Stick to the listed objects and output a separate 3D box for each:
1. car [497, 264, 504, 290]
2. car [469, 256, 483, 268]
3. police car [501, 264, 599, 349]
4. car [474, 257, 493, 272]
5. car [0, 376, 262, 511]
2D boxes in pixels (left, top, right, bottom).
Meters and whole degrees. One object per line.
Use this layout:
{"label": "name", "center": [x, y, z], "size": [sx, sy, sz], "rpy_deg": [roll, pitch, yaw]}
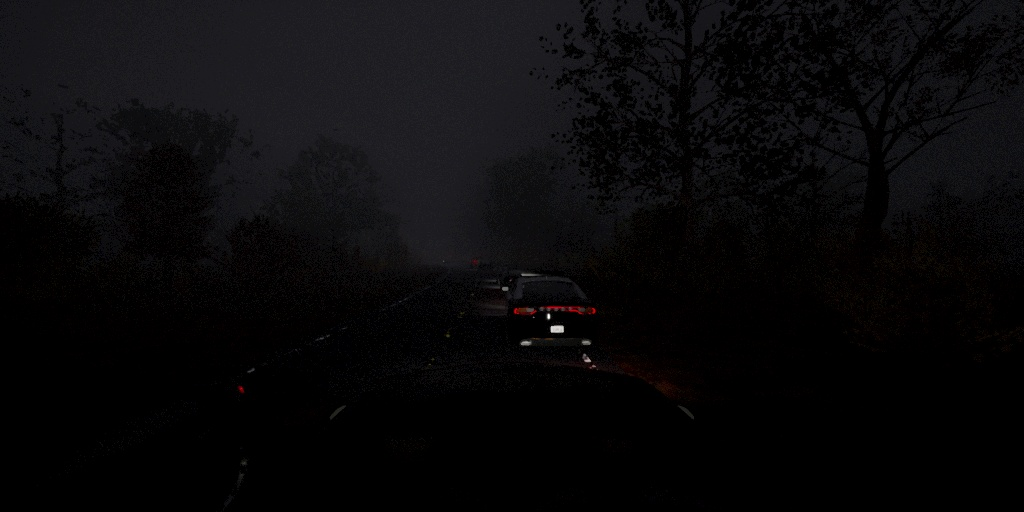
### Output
{"label": "car", "center": [0.315, 1.275, 19.295], "size": [1.812, 1.442, 4.674], "rpy_deg": [0, 0, -4]}
{"label": "car", "center": [-5.986, 0.966, 60.660], "size": [2.150, 2.045, 5.566], "rpy_deg": [0, 0, -12]}
{"label": "police car", "center": [0.775, 1.175, 9.337], "size": [1.930, 1.638, 5.238], "rpy_deg": [0, 0, -2]}
{"label": "car", "center": [-3.575, 1.224, 47.102], "size": [1.882, 1.535, 5.008], "rpy_deg": [0, 0, -9]}
{"label": "car", "center": [-3.083, 1.314, 1.280], "size": [1.994, 1.385, 4.181], "rpy_deg": [0, 0, 0]}
